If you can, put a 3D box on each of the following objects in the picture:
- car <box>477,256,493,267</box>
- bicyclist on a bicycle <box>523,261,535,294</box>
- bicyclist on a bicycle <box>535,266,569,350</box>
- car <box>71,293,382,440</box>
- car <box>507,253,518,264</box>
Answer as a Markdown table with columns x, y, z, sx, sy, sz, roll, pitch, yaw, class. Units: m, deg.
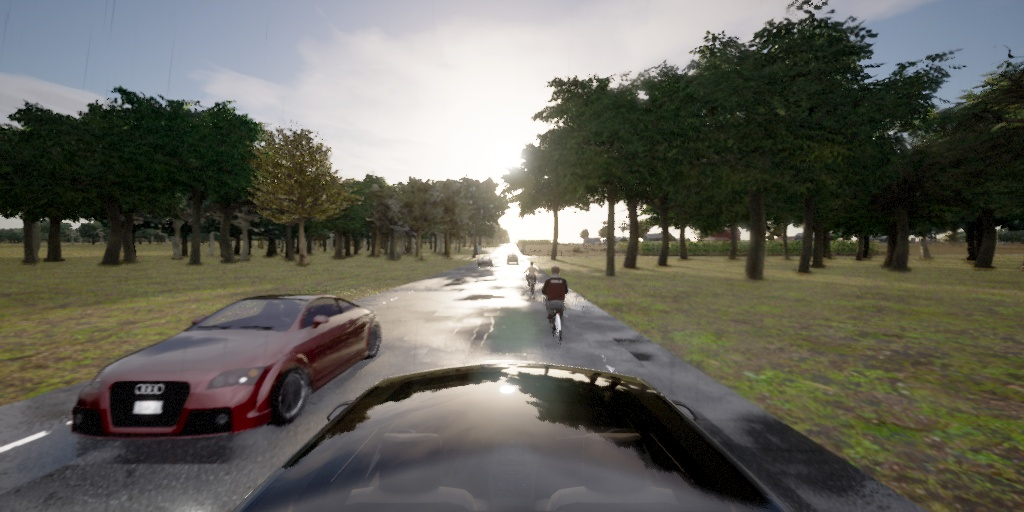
| x | y | z | sx | sy | sz | roll | pitch | yaw | class |
| --- | --- | --- | --- | --- | --- | --- | --- | --- | --- |
| -3.587 | 0.732 | 48.973 | 1.994 | 1.385 | 4.181 | 0 | 1 | 0 | car |
| 0.986 | 1.074 | 18.022 | 0.866 | 1.612 | 1.509 | 0 | 1 | 0 | bicyclist on a bicycle |
| 0.965 | 1.099 | 8.151 | 0.659 | 1.776 | 1.843 | 0 | 0 | 0 | bicyclist on a bicycle |
| -3.599 | 1.303 | 5.538 | 1.994 | 1.385 | 4.181 | 0 | 0 | 0 | car |
| 0.105 | 0.468 | 59.492 | 2.128 | 1.511 | 4.902 | 0 | 1 | 0 | car |
